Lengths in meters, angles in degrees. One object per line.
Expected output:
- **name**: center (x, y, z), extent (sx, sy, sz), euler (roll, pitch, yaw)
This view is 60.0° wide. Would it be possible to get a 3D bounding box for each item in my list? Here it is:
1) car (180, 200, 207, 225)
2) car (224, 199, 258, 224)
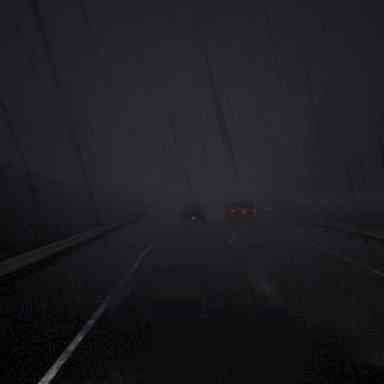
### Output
- **car**: center (0.109, 1.570, 24.549), extent (1.812, 1.442, 4.674), euler (0, 0, 0)
- **car**: center (3.606, 1.397, 25.202), extent (2.097, 1.767, 4.553), euler (0, 0, 0)
